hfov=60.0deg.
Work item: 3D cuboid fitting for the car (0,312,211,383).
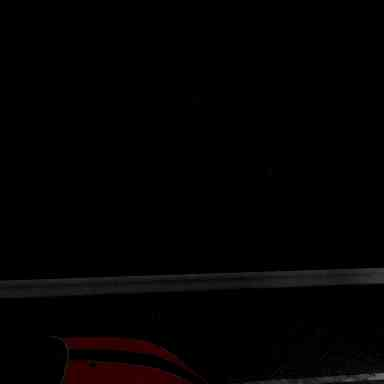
[{"bbox_3d":[-1.874,1.352,1.640,4.553,1.767,2.097,0,0,-6],"label":"car"}]
